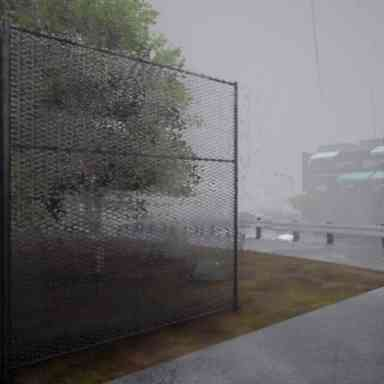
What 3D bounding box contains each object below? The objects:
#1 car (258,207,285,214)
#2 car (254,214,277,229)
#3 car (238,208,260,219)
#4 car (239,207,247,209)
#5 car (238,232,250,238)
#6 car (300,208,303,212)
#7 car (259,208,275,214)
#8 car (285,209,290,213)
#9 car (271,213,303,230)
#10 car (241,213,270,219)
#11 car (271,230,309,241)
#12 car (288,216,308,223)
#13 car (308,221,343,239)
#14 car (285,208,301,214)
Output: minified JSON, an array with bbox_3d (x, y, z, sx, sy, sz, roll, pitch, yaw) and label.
[{"bbox_3d":[17.069,4.877,74.359,5.566,2.045,2.435,1,0,36],"label":"car"},{"bbox_3d":[11.365,4.452,47.883,2.231,1.521,4.892,0,0,36],"label":"car"},{"bbox_3d":[8.086,4.199,52.828,2.435,2.045,5.566,0,0,36],"label":"car"},{"bbox_3d":[11.815,5.266,92.992,5.366,1.575,1.946,0,-1,36],"label":"car"},{"bbox_3d":[3.257,4.405,29.532,2.435,2.045,5.566,-1,1,36],"label":"car"},{"bbox_3d":[26.984,5.232,81.189,4.553,1.767,2.185,1,0,36],"label":"car"},{"bbox_3d":[14.691,5.058,72.560,5.366,1.575,1.946,2,0,36],"label":"car"},{"bbox_3d":[19.529,5.231,76.068,4.674,1.452,2.002,1,0,36],"label":"car"},{"bbox_3d":[13.025,4.326,45.442,2.185,1.767,4.553,0,0,36],"label":"car"},{"bbox_3d":[9.719,4.491,50.340,2.002,1.452,4.674,0,0,36],"label":"car"},{"bbox_3d":[6.580,4.407,24.455,2.435,2.045,5.566,0,1,36],"label":"car"},{"bbox_3d":[14.544,4.449,42.805,1.946,1.575,5.366,0,0,36],"label":"car"},{"bbox_3d":[16.287,4.454,40.502,2.231,1.521,4.892,0,0,36],"label":"car"},{"bbox_3d":[22.031,5.249,77.768,5.008,1.535,2.097,1,0,36],"label":"car"}]
